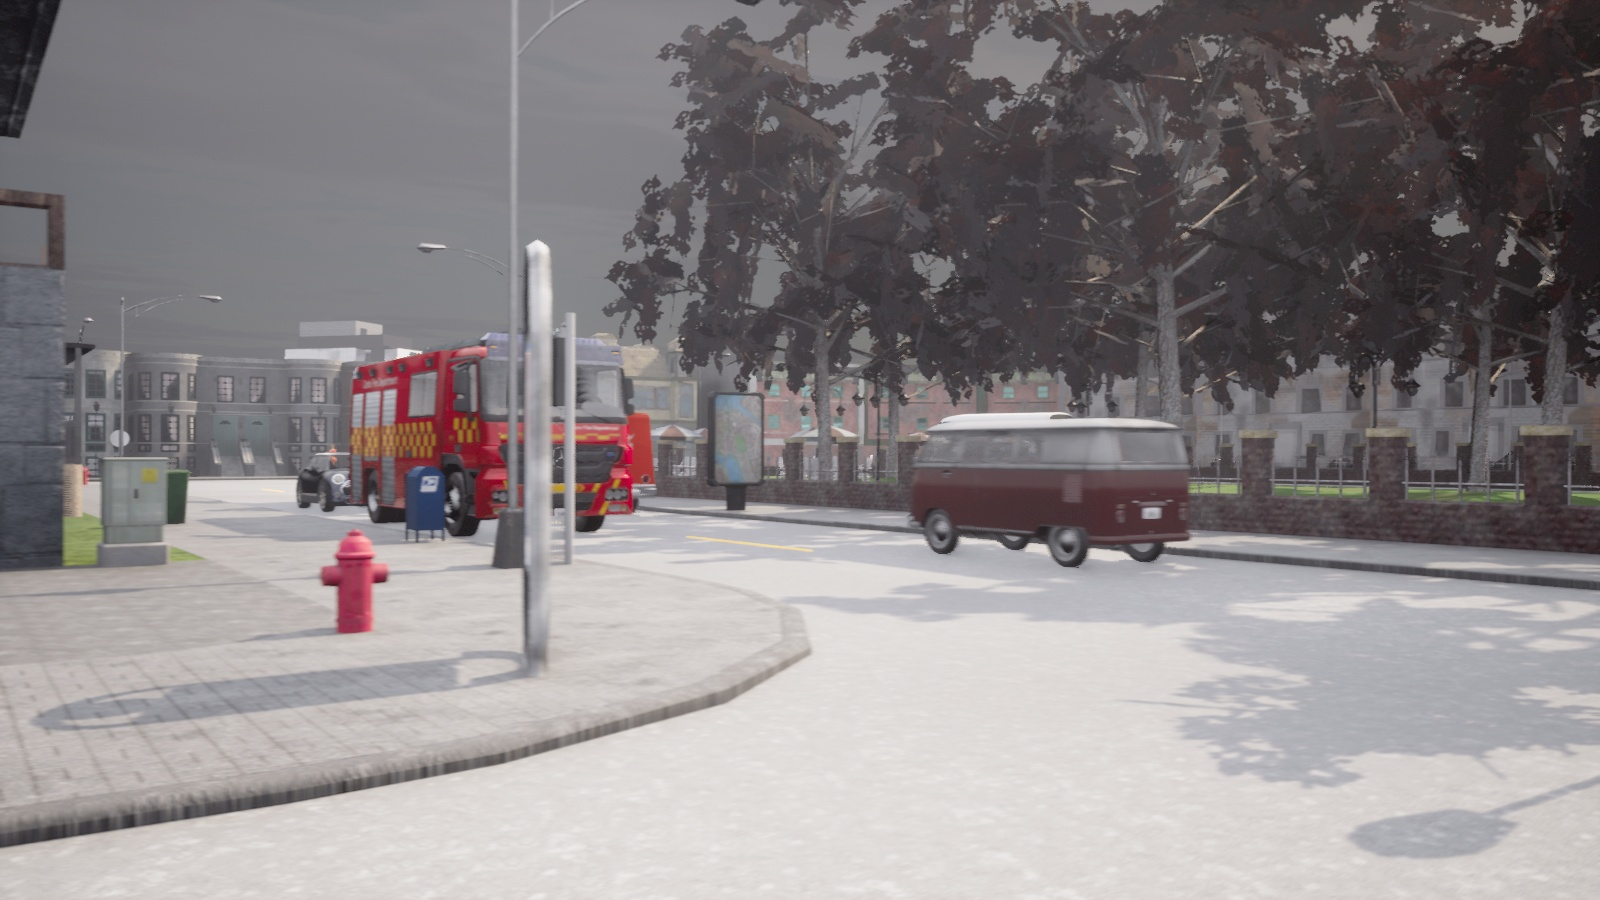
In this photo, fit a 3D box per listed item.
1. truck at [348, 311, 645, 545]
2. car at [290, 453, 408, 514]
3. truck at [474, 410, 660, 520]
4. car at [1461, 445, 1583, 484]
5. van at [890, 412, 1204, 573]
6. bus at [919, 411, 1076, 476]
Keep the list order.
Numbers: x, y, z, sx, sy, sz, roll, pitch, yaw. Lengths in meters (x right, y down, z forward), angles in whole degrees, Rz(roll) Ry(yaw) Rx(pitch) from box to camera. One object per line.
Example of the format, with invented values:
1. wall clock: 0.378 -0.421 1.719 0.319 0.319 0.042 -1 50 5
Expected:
1. truck: -6.319 -0.345 24.804 2.891 3.827 8.468 0 0 -34
2. car: -11.758 0.815 32.601 1.970 1.475 3.806 0 0 -35
3. truck: -5.880 0.347 31.166 2.627 2.467 5.204 0 0 -35
4. car: 34.279 0.677 59.715 2.097 1.767 4.553 0 0 -35
5. van: 3.350 0.534 17.909 1.775 1.987 4.442 0 0 -34
6. bus: 13.500 -0.455 86.728 10.273 4.253 3.944 0 1 45
